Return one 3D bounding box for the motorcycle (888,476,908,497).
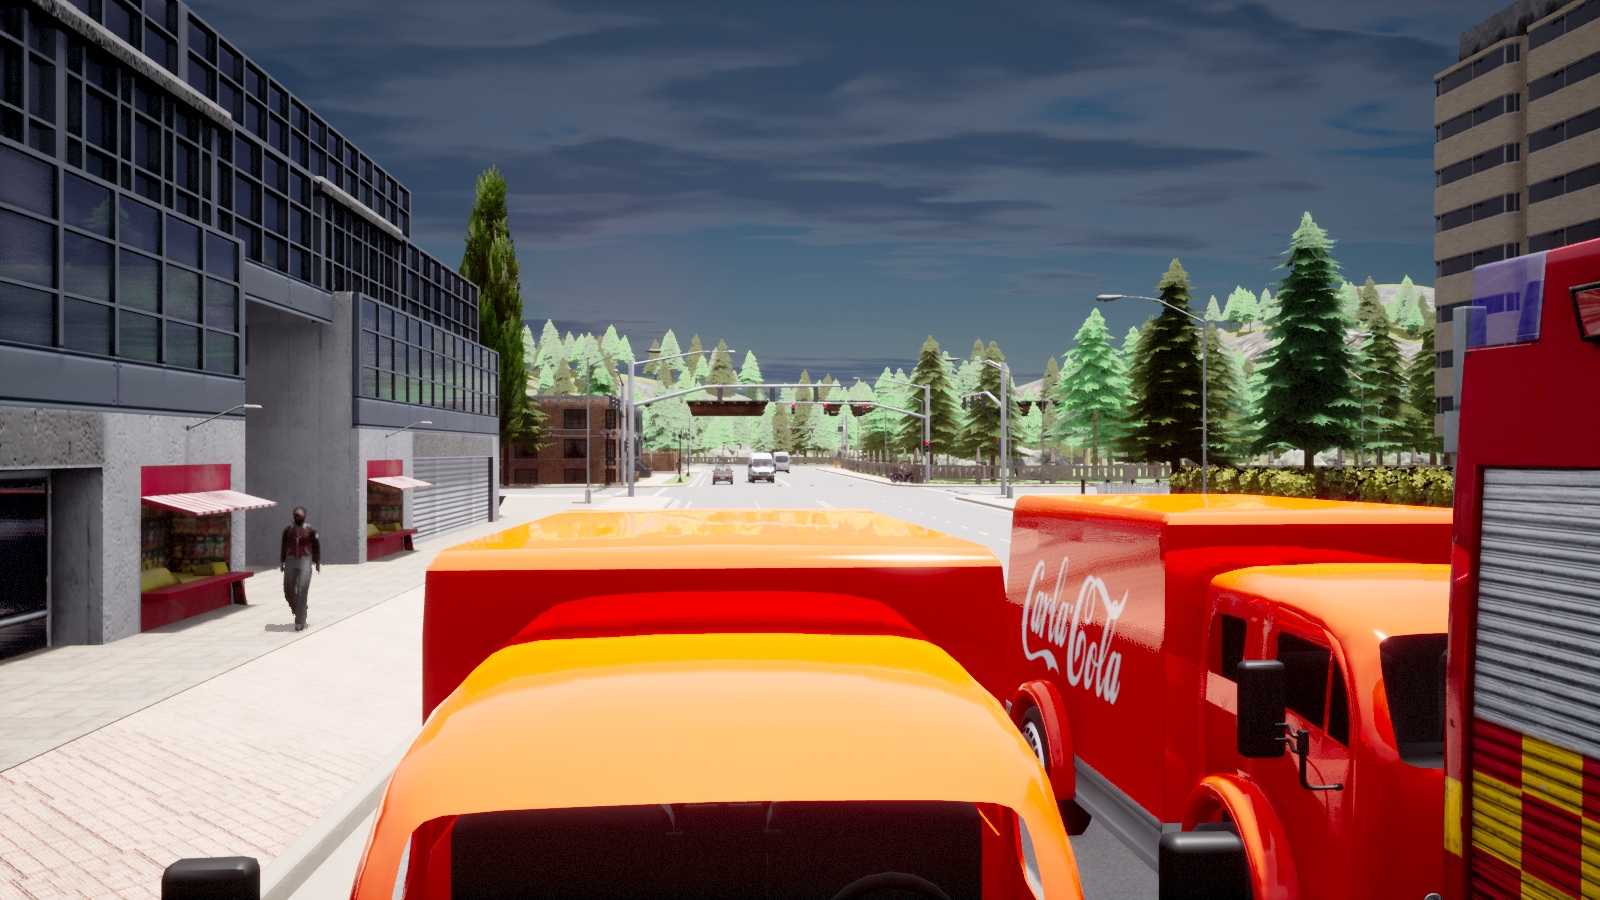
[{"bbox_3d":[5.944,2.205,69.519,0.867,1.251,2.209,0,0,-4],"label":"motorcycle"}]

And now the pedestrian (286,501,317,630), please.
[{"bbox_3d":[-7.369,1.698,16.895,0.375,1.860,0.375,0,0,-14],"label":"pedestrian"}]

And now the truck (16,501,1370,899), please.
[{"bbox_3d":[-0.347,1.568,4.821,2.627,2.467,5.204,0,0,-4],"label":"truck"}]

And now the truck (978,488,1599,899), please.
[{"bbox_3d":[3.003,1.568,7.234,2.627,2.467,5.204,0,0,-4],"label":"truck"}]
